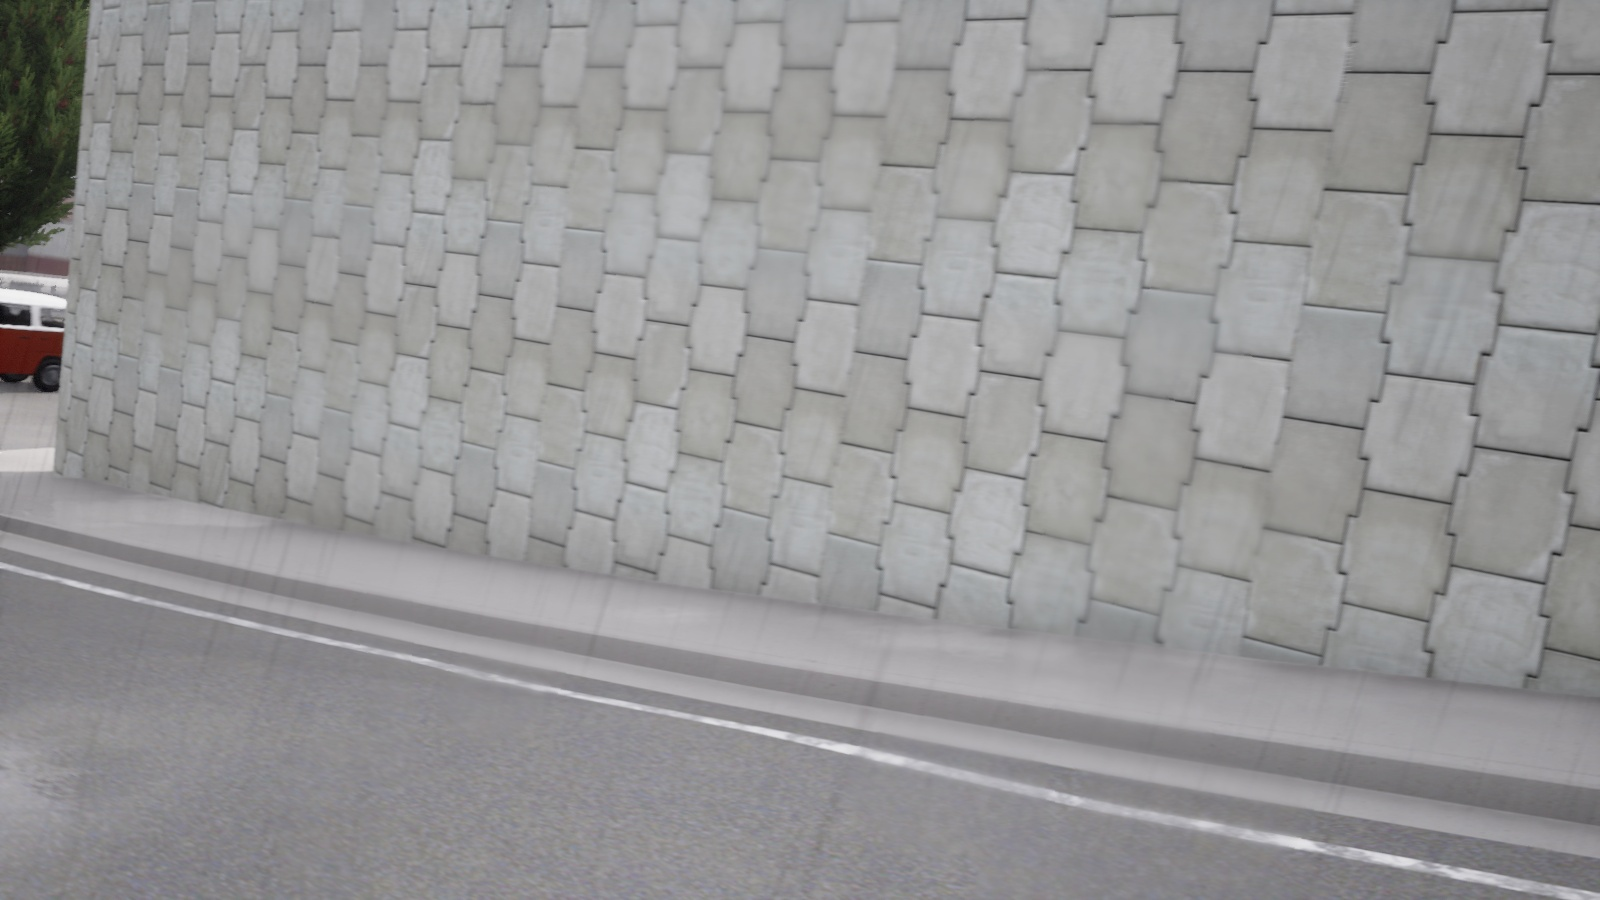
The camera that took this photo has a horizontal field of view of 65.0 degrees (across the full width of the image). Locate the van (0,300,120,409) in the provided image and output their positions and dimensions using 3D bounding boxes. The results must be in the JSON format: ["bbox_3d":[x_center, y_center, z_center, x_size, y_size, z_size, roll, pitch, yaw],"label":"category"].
[{"bbox_3d":[-16.675,-2.002,25.492,2.069,2.038,4.480,10,7,32],"label":"van"}]
